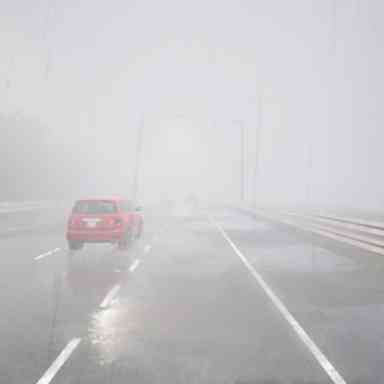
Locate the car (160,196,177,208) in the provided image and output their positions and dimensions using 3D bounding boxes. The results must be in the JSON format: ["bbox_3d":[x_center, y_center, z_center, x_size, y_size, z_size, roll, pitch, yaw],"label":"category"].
[{"bbox_3d":[-3.651,1.651,49.944,1.895,1.301,4.718,0,0,0],"label":"car"}]

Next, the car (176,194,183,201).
[{"bbox_3d":[-3.919,1.634,86.368,1.812,1.442,4.674,0,0,-1],"label":"car"}]

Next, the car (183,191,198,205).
[{"bbox_3d":[-0.102,1.288,59.073,2.150,2.045,5.566,0,0,0],"label":"car"}]

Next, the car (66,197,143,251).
[{"bbox_3d":[-3.517,1.228,14.314,2.150,2.045,5.566,0,0,0],"label":"car"}]
